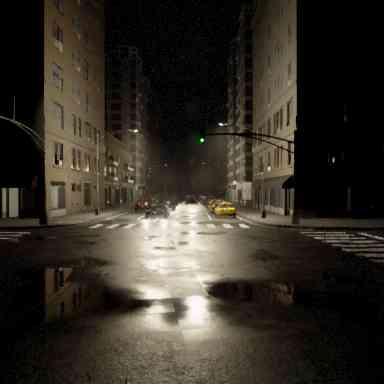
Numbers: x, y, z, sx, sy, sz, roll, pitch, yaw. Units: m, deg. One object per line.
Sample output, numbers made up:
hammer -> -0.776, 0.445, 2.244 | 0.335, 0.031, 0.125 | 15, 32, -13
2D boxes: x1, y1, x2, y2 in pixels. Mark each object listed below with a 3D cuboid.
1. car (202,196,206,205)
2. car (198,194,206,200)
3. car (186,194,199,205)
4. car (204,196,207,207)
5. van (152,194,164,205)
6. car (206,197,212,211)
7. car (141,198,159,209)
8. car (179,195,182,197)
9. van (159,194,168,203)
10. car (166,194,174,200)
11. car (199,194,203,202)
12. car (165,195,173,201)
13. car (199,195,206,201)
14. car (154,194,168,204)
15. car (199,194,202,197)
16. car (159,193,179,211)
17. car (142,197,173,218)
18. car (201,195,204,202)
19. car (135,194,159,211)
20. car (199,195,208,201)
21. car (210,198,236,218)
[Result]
car -> 2.817, 1.547, 46.072 | 1.947, 1.339, 4.313 | 0, 0, 0
car -> 2.589, 1.368, 90.278 | 1.967, 1.590, 4.097 | 0, 0, 0
car -> -0.107, 1.495, 59.013 | 1.812, 1.442, 4.674 | 0, 0, 0
car -> 2.845, 1.536, 40.546 | 2.008, 1.369, 4.403 | 0, 0, 0
van -> -5.766, 1.312, 57.080 | 1.690, 1.788, 3.998 | 0, 0, 0
car -> 2.873, 1.429, 35.020 | 1.967, 1.590, 4.097 | 0, 0, 0
car -> -5.709, 1.532, 46.029 | 2.008, 1.369, 4.403 | 0, 0, 0
car -> -3.142, 1.574, 55.058 | 1.895, 1.301, 4.718 | 0, 0, 0
van -> -5.820, 1.300, 68.131 | 1.690, 1.788, 3.998 | 0, 0, 0
car -> -5.937, 1.368, 90.235 | 1.967, 1.590, 4.097 | 0, 0, 0
car -> 2.760, 1.522, 57.123 | 2.008, 1.369, 4.403 | 0, 0, 0
car -> -5.907, 1.461, 84.539 | 1.752, 1.417, 4.829 | 0, 0, 0
car -> 2.618, 1.517, 84.753 | 1.802, 1.307, 4.206 | 0, 0, 0
car -> -5.794, 1.280, 62.606 | 2.192, 1.841, 5.009 | 0, 0, 0
car -> 2.732, 1.547, 62.649 | 1.802, 1.307, 4.206 | 0, 0, 0
car -> -3.096, 1.204, 40.796 | 2.150, 2.045, 5.566 | 0, 0, 0
car -> -3.046, 1.496, 29.890 | 1.837, 1.490, 4.892 | 0, 0, 0
car -> 2.788, 1.521, 51.598 | 1.887, 1.381, 4.507 | 0, 0, 0
car -> -5.681, 1.300, 40.503 | 2.192, 1.841, 5.009 | 0, 0, 0
car -> 2.646, 1.494, 79.227 | 2.008, 1.369, 4.403 | 0, 0, 0
car -> 2.901, 1.516, 29.664 | 1.752, 1.417, 4.829 | 0, 0, 0
